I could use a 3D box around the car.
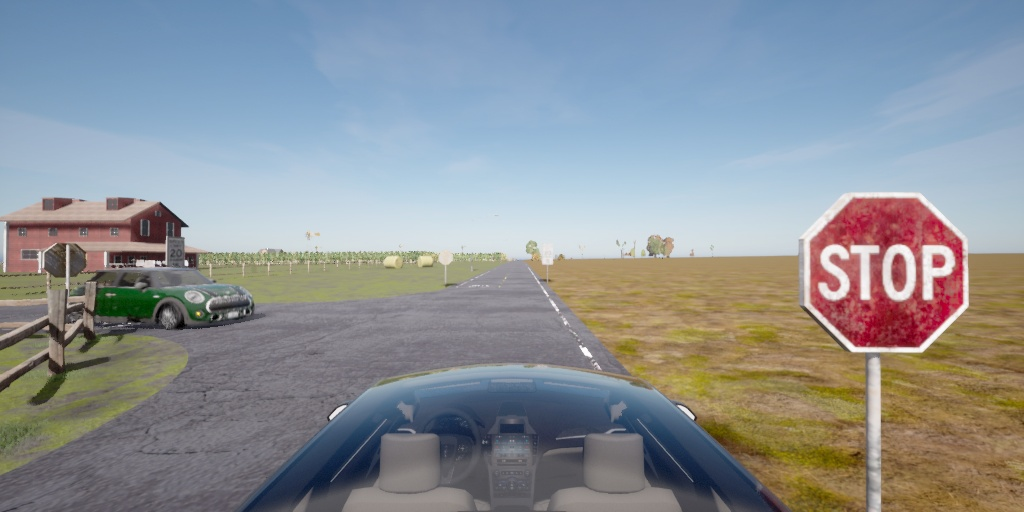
[{"bbox_3d":[-10.323,1.133,10.738,4.553,1.767,2.097,0,-1,8],"label":"car"}]
